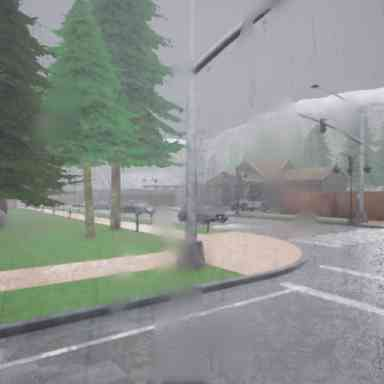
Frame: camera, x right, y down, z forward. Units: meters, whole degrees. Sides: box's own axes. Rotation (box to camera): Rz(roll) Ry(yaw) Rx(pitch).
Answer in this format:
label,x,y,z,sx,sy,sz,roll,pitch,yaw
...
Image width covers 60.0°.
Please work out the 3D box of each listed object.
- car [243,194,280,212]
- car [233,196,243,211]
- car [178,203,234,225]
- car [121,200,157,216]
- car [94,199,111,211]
label,x,y,z,sx,sy,sz,roll,pitch,yaw
car,8.168,1.212,36.134,4.605,1.855,1.932,0,0,-37
car,6.350,1.213,37.913,3.866,1.878,1.905,0,0,-37
car,0.738,1.578,24.449,1.994,1.385,4.181,0,0,-37
car,-5.265,1.505,32.496,2.128,1.511,4.902,0,0,-37
car,-11.561,1.578,40.863,1.994,1.385,4.181,0,0,-37
